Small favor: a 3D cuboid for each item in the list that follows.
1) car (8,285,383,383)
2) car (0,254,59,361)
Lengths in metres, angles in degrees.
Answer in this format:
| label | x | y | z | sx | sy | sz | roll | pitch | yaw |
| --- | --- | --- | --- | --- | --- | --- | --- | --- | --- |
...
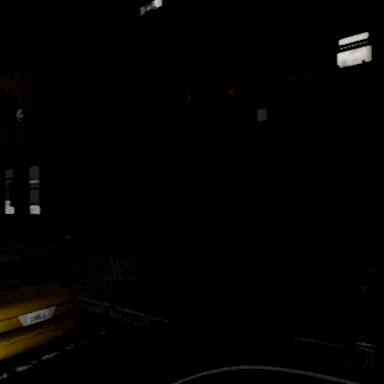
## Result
| label | x | y | z | sx | sy | sz | roll | pitch | yaw |
| --- | --- | --- | --- | --- | --- | --- | --- | --- | --- |
| car | 0.896 | 1.557 | 2.252 | 4.403 | 1.369 | 2.008 | -1 | -2 | 36 |
| car | -3.870 | 1.606 | 5.655 | 4.829 | 1.417 | 1.752 | -1 | -2 | 36 |
